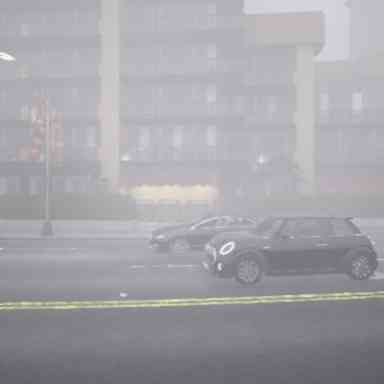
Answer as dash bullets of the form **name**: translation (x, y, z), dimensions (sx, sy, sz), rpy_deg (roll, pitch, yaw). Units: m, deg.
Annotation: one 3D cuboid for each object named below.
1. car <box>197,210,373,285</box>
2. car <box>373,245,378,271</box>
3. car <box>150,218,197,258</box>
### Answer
- **car**: translation (2.620, 1.411, 9.330), dimensions (4.553, 1.767, 2.097), rpy_deg (0, 0, -8)
- **car**: translation (5.961, 1.610, 6.116), dimensions (4.181, 1.385, 1.994), rpy_deg (0, 0, -9)
- **car**: translation (0.878, 1.568, 12.603), dimensions (4.902, 1.511, 2.128), rpy_deg (0, 0, -7)
